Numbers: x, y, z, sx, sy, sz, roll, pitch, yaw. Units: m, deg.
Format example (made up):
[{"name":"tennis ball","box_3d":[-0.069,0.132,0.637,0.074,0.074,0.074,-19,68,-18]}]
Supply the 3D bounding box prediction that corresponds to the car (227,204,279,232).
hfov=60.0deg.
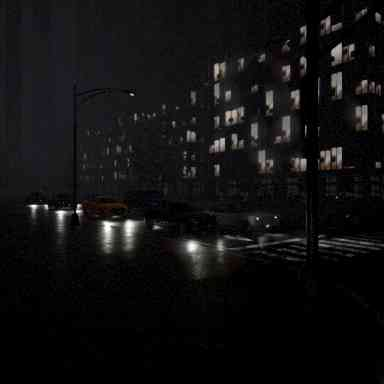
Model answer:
[{"name":"car","box_3d":[2.464,1.368,18.554,1.895,1.301,4.718,0,1,-39]}]

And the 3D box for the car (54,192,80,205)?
[{"name":"car","box_3d":[-15.837,0.748,41.938,1.812,1.442,4.674,0,1,-38]}]

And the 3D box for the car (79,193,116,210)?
[{"name":"car","box_3d":[-9.737,0.883,34.087,1.882,1.535,5.008,0,1,-38]}]

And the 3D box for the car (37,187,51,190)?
[{"name":"car","box_3d":[-28.548,-0.025,63.726,2.150,2.045,5.566,0,1,-38]}]

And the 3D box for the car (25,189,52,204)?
[{"name":"car","box_3d":[-19.193,0.707,40.968,1.837,1.490,4.892,0,1,-37]}]

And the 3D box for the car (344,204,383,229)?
[{"name":"car","box_3d":[11.131,1.335,18.411,5.008,1.535,1.882,1,3,41]}]

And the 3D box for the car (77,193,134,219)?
[{"name":"car","box_3d":[-6.551,1.057,24.742,1.882,1.535,5.008,0,1,-38]}]

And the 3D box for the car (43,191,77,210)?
[{"name":"car","box_3d":[-12.828,0.898,32.755,1.837,1.490,4.892,0,1,-38]}]

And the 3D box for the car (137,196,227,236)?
[{"name":"car","box_3d":[-0.704,1.231,17.297,1.882,1.535,5.008,0,1,-37]}]

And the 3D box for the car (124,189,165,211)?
[{"name":"car","box_3d":[-3.569,0.810,26.206,2.150,2.045,5.566,0,1,-38]}]
